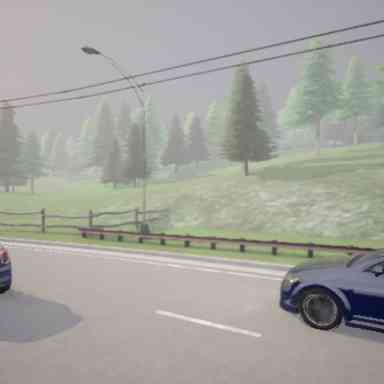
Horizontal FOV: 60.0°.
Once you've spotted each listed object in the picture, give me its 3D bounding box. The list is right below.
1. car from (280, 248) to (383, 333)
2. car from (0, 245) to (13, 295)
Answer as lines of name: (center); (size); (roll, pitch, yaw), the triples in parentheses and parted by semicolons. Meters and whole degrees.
car: (3.640, 1.557, 5.494); (4.181, 1.385, 1.994); (-1, -1, 35)
car: (-6.219, 1.444, 7.516); (4.553, 1.767, 2.097); (-1, 0, 30)
